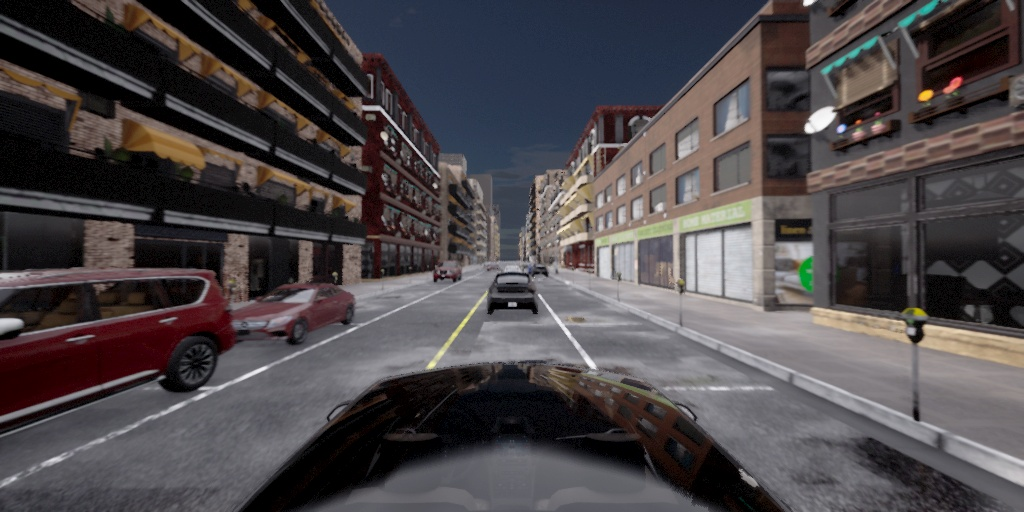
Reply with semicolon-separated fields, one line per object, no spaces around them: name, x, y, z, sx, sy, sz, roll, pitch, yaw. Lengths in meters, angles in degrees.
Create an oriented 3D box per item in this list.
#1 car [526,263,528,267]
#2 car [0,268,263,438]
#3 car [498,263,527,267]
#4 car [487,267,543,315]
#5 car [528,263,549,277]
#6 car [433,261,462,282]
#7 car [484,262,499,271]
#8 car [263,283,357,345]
car;3.141;1.663;48.238;1.882;1.535;5.008;0;-1;0
car;-5.692;1.087;4.059;2.192;1.841;5.009;0;0;0
car;0.049;1.541;29.968;1.812;1.442;4.674;0;0;1
car;0.042;1.375;14.309;1.837;1.490;4.892;0;0;1
car;3.146;1.624;41.239;1.837;1.490;4.892;0;-1;0
car;-5.691;1.351;32.240;2.192;1.841;5.009;0;0;0
car;-3.059;1.847;58.890;1.994;1.385;4.181;0;0;0
car;-5.692;1.407;9.695;1.802;1.307;4.207;0;0;0
